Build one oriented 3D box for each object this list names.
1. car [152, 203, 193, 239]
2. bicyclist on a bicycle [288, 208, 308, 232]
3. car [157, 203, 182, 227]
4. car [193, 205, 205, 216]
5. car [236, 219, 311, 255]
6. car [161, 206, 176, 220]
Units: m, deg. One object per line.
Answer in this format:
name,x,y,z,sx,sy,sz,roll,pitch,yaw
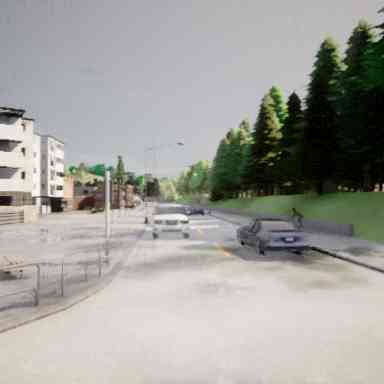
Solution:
car,-1.365,1.809,21.756,2.150,2.045,5.566,0,-1,-4
bicyclist on a bicycle,7.008,1.878,22.336,1.656,1.620,0.582,-1,-1,-5
car,-2.181,2.086,32.098,2.150,2.045,5.566,0,-2,-4
car,0.642,2.650,49.695,2.097,1.767,4.553,0,-2,-4
car,3.475,1.920,15.139,2.033,1.411,5.357,0,-2,-6
car,-2.977,2.649,42.529,1.837,1.490,4.892,0,-1,-4
